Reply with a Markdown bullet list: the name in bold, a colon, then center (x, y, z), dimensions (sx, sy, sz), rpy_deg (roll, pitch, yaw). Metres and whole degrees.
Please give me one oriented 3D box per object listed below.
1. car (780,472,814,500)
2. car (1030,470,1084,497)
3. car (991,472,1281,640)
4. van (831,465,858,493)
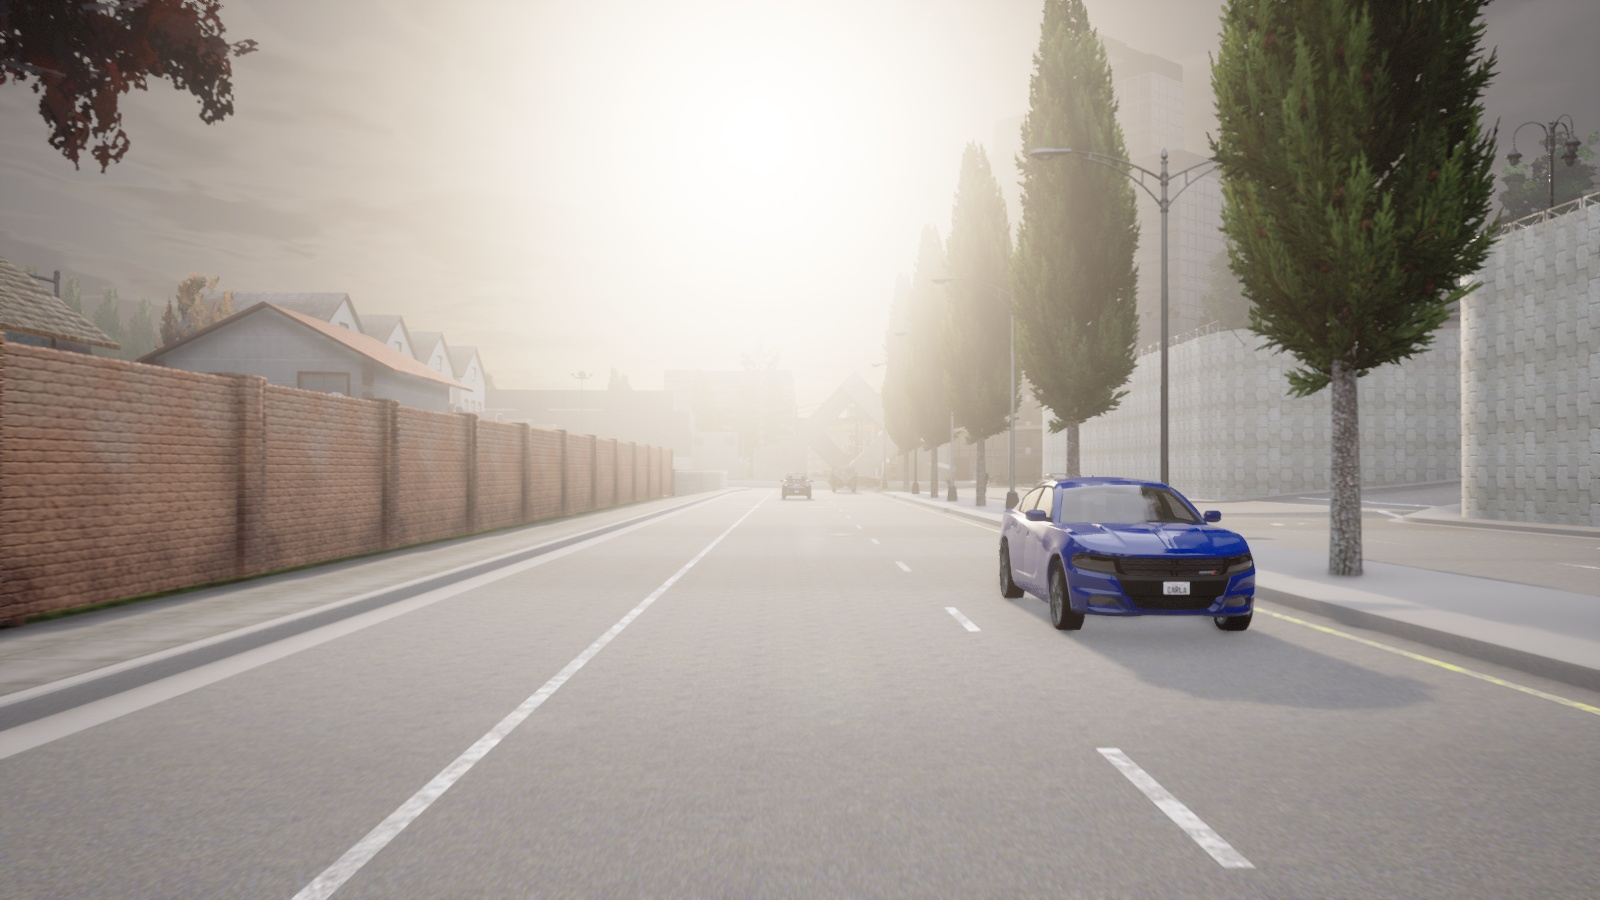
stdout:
- **car**: center (-0.170, 2.009, 70.445), dimensions (1.845, 1.501, 3.633), rpy_deg (0, -1, 0)
- **car**: center (14.817, 1.927, 72.596), dimensions (2.128, 1.511, 4.902), rpy_deg (0, -1, 0)
- **car**: center (3.466, 1.014, 14.044), dimensions (1.882, 1.535, 5.008), rpy_deg (0, -1, 0)
- **van**: center (3.260, 2.105, 92.640), dimensions (1.775, 1.987, 4.442), rpy_deg (0, -1, -1)
